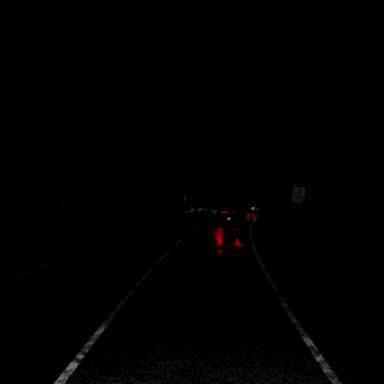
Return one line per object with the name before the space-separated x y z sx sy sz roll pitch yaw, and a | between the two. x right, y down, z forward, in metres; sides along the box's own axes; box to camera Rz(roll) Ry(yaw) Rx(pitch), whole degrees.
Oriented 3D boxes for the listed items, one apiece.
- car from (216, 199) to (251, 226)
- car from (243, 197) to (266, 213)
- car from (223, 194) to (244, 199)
car | 2.860 1.522 23.672 2.128 1.511 4.902 1 0 12
car | 7.888 1.674 40.784 1.837 1.490 4.892 2 0 20
car | 5.528 1.300 44.240 2.150 2.045 5.566 2 0 22
